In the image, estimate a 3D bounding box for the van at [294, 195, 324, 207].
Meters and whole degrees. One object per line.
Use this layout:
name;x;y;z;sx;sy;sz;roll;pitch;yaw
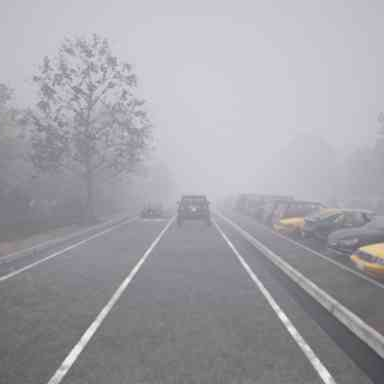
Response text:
van;20.365;1.595;57.937;4.442;1.987;1.878;0;-1;0

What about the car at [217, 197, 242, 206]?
car;7.216;1.789;63.726;4.553;1.767;2.185;0;-1;0

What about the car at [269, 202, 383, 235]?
car;6.862;1.474;16.557;5.366;1.575;1.946;0;0;0

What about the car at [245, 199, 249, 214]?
car;7.082;1.507;27.661;4.674;1.452;2.002;0;0;0

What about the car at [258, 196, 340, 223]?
car;7.032;1.346;22.109;4.553;1.767;2.185;0;0;0

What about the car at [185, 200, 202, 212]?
car;0.152;1.672;41.024;1.994;1.385;4.181;0;-1;0

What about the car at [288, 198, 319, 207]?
car;20.250;1.864;60.705;4.892;1.521;2.231;0;-1;0

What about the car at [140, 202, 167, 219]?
car;-3.317;1.577;29.214;1.994;1.385;4.181;0;0;0

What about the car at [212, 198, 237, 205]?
car;7.024;2.084;72.040;5.366;1.575;1.946;0;-1;0

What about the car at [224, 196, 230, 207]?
car;7.098;1.646;44.298;4.792;1.488;2.163;0;-1;0

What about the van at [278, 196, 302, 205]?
van;20.398;1.790;69.135;4.442;1.987;1.878;0;-1;0

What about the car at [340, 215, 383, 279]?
car;6.838;1.481;8.229;5.366;1.575;1.946;0;0;0

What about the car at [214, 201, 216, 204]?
car;7.148;1.618;60.957;5.566;2.045;2.435;0;-1;0

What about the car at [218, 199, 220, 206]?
car;7.163;1.825;55.400;4.674;1.452;2.002;0;-1;0

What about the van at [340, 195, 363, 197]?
van;20.074;1.300;38.550;4.442;1.987;1.878;0;-1;0

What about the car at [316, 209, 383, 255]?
car;7.038;1.483;11.004;4.892;1.521;2.231;0;0;0

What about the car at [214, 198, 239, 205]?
car;7.207;2.023;69.272;4.892;1.521;2.231;0;-1;0

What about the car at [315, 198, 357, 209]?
car;20.210;1.654;46.854;4.892;1.521;2.231;0;-1;0

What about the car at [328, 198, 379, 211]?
car;20.015;1.565;41.314;5.366;1.575;1.946;0;-1;0

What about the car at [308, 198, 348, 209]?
car;20.219;1.695;49.624;5.008;1.535;2.097;0;-1;0

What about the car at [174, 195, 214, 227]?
car;0.121;1.208;23.002;2.150;2.045;5.566;0;-1;0

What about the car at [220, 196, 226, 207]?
car;7.150;1.700;49.849;5.008;1.535;2.097;0;-1;0

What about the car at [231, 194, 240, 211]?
car;7.124;1.211;33.213;5.566;2.045;2.435;0;0;0

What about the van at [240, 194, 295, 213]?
van;6.971;1.239;30.438;4.442;1.987;1.878;0;0;0

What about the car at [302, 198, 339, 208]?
car;20.227;1.739;52.520;5.008;1.535;2.097;0;-1;0

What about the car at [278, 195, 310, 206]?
car;20.300;1.704;66.244;5.566;2.045;2.435;0;-1;0

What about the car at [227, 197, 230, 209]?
car;7.123;1.614;41.521;4.674;1.452;2.002;0;-1;0

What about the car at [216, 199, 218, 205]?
car;7.198;1.857;58.176;4.792;1.488;2.163;0;-1;0

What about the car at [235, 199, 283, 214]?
car;7.133;1.519;35.963;4.792;1.488;2.163;0;0;0

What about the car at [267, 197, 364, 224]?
car;7.024;1.349;19.333;4.553;1.767;2.185;0;0;0

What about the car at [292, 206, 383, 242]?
car;7.033;1.480;13.780;4.892;1.521;2.231;0;0;0

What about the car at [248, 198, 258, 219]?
car;7.066;1.470;24.885;5.008;1.535;2.097;0;0;0

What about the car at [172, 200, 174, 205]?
car;-3.129;2.073;70.733;1.882;1.535;5.008;0;-1;0

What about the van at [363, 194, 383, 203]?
van;20.059;1.234;33.158;4.442;1.987;1.878;0;0;0
